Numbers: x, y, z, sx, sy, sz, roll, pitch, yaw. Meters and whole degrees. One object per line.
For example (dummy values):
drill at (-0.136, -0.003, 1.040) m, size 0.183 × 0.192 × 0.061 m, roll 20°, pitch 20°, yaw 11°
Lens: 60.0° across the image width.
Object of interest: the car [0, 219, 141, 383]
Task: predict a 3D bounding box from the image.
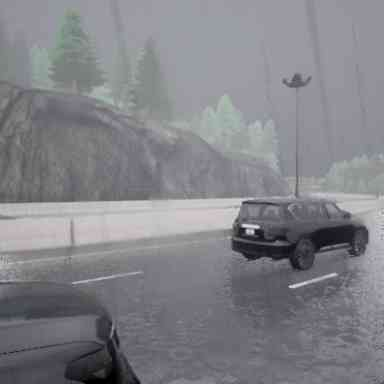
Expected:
car at (-3.034, 1.231, 1.659) m, size 5.566 × 2.045 × 2.150 m, roll 0°, pitch 0°, yaw -35°

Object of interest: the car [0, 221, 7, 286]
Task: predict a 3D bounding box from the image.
car at (-6.937, 1.547, 7.494) m, size 4.674 × 1.442 × 1.812 m, roll 0°, pitch 0°, yaw -35°

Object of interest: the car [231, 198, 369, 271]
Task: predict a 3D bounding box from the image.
car at (3.753, 1.219, 11.163) m, size 5.566 × 2.045 × 2.150 m, roll 0°, pitch 0°, yaw -39°

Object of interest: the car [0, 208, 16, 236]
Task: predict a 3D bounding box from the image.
car at (-11.645, 1.601, 17.280) m, size 4.181 × 1.385 × 1.994 m, roll 0°, pitch 0°, yaw -36°

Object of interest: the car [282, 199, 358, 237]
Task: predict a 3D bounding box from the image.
car at (7.261, 1.345, 18.673) m, size 4.553 × 1.767 × 2.097 m, roll 0°, pitch 0°, yaw -41°
